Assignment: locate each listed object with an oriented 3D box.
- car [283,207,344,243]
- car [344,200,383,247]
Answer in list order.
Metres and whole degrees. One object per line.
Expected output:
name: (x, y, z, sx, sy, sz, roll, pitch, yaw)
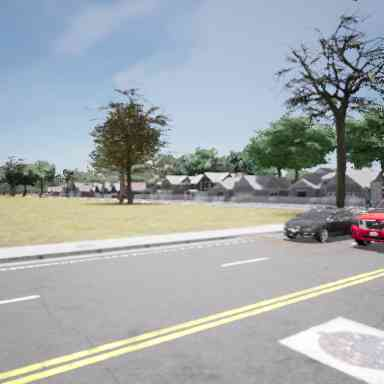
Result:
car: (6.552, 1.542, 16.353, 4.892, 1.490, 1.837, 1, 0, -35)
car: (9.131, 1.260, 14.202, 5.566, 2.045, 2.150, 0, 0, -36)
